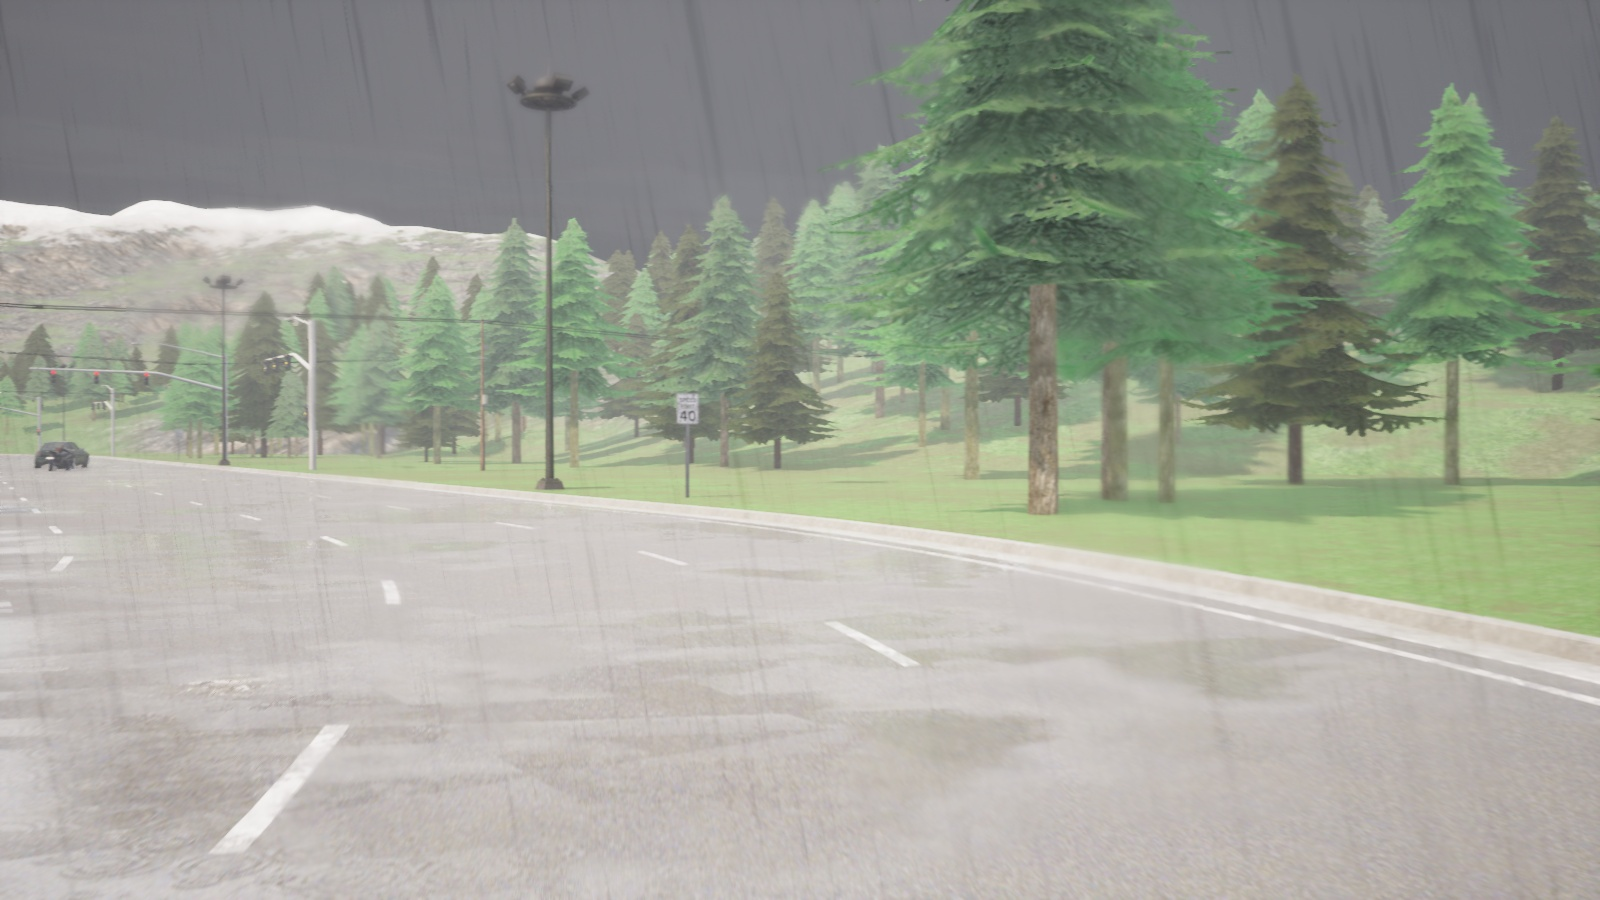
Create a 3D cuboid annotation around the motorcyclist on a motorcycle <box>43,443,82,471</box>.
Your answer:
[{"bbox_3d":[-41.017,0.398,69.869,0.866,1.530,2.191,0,0,-1],"label":"motorcyclist on a motorcycle"}]

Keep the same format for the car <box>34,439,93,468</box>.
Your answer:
[{"bbox_3d":[-46.151,0.172,78.798,2.097,1.767,4.553,0,0,-16],"label":"car"}]
